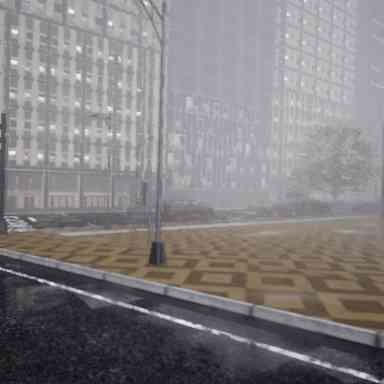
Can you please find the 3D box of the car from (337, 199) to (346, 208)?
[{"bbox_3d":[23.202,1.858,53.849,4.313,1.339,1.947,1,2,-34],"label":"car"}]

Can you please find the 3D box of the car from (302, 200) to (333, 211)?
[{"bbox_3d":[17.794,1.853,47.084,4.181,1.385,1.994,1,1,-34],"label":"car"}]

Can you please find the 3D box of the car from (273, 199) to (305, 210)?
[{"bbox_3d":[13.845,1.735,47.446,4.313,1.339,1.947,1,2,-34],"label":"car"}]

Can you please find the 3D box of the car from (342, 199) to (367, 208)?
[{"bbox_3d":[27.879,1.920,57.051,4.313,1.339,1.947,1,2,-34],"label":"car"}]

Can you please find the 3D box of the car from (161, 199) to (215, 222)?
[{"bbox_3d":[-0.413,1.507,28.132,5.009,1.841,2.192,1,2,-34],"label":"car"}]

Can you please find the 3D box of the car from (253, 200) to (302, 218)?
[{"bbox_3d":[8.936,1.859,34.541,4.507,1.381,1.887,1,2,-34],"label":"car"}]

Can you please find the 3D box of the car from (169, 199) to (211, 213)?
[{"bbox_3d":[-0.188,1.536,37.840,4.403,1.369,2.008,1,2,-34],"label":"car"}]

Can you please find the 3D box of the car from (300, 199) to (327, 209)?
[{"bbox_3d":[18.523,1.813,50.648,4.206,1.307,1.802,1,2,-34],"label":"car"}]

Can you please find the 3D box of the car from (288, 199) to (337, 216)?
[{"bbox_3d":[13.620,1.691,37.737,5.009,1.841,2.192,1,2,-34],"label":"car"}]

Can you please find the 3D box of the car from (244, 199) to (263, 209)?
[{"bbox_3d":[9.028,1.631,44.147,4.829,1.417,1.752,1,2,-34],"label":"car"}]

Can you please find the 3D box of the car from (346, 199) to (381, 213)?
[{"bbox_3d":[22.969,2.065,44.146,4.313,1.339,1.947,1,2,-34],"label":"car"}]
